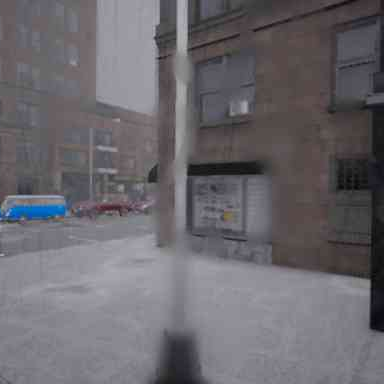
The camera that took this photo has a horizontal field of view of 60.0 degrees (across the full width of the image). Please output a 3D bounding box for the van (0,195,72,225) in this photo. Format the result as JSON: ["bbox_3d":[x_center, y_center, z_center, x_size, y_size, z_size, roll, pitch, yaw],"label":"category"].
[{"bbox_3d":[-10.253,1.108,21.693,1.690,1.788,3.998,1,0,36],"label":"van"}]

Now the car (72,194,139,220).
[{"bbox_3d":[-6.973,1.087,26.227,2.192,1.841,5.009,1,0,36],"label":"car"}]

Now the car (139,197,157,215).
[{"bbox_3d":[-3.694,1.217,30.761,1.967,1.590,4.097,1,0,36],"label":"car"}]
